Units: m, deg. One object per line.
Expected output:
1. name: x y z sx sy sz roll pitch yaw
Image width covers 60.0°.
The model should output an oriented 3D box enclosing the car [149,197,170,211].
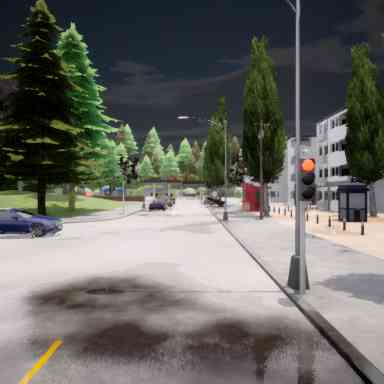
1. car: -4.082 1.601 40.464 1.895 1.301 4.718 0 0 0

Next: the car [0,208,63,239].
1. car: -8.999 1.526 16.757 4.674 1.442 1.812 0 0 -3

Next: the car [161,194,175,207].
1. car: -4.064 1.352 50.357 2.097 1.767 4.553 0 0 0
